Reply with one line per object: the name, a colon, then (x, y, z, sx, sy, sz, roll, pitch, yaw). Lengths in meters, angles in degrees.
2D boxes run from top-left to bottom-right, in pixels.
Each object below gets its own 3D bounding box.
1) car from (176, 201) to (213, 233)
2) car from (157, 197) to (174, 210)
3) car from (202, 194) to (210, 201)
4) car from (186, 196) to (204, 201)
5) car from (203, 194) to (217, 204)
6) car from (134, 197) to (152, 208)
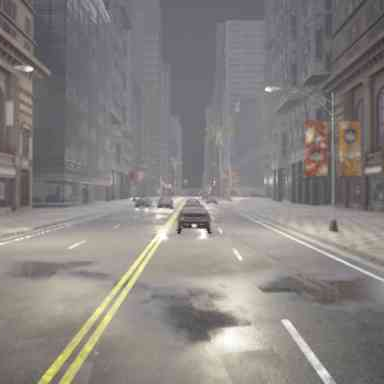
car: (0.117, 1.486, 19.582, 1.837, 1.490, 4.892, 0, 0, 0)
car: (-3.290, 1.380, 41.808, 1.882, 1.535, 5.008, 0, 0, 0)
car: (3.324, 1.341, 81.534, 1.837, 1.490, 4.892, 0, 0, 0)
car: (0.136, 1.482, 39.902, 1.994, 1.385, 4.181, 0, 0, 0)
car: (3.404, 1.413, 59.121, 2.033, 1.411, 5.357, 0, 0, 0)
car: (-6.521, 1.430, 45.202, 2.033, 1.411, 5.357, 0, 0, 1)
